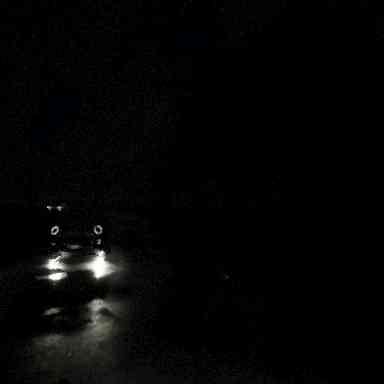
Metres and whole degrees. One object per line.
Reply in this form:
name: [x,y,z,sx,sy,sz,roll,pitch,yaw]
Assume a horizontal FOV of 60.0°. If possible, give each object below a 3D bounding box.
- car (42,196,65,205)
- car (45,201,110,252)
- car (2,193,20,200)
car: [-22.765,1.459,53.746,1.882,1.535,5.008,1,0,-38]
car: [-4.720,1.451,14.451,2.097,1.767,4.553,0,0,-11]
car: [-40.555,0.978,74.560,5.008,1.535,1.882,1,0,33]
